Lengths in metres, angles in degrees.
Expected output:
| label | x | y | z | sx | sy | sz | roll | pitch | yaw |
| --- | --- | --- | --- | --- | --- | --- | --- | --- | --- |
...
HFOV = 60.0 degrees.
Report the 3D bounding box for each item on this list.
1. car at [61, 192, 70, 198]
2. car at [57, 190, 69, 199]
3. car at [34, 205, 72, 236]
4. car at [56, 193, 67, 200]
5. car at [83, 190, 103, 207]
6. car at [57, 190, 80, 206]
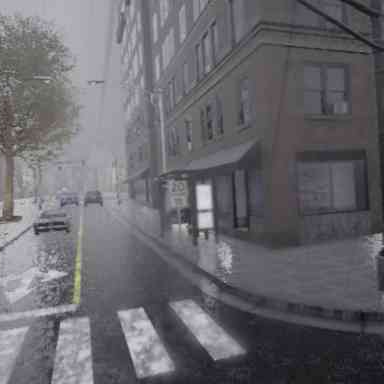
| label | x | y | z | sx | sy | sz | roll | pitch | yaw |
| --- | --- | --- | --- | --- | --- | --- | --- | --- | --- |
| car | -32.138 | 0.711 | 84.360 | 1.887 | 1.381 | 4.507 | -2 | 1 | -18 |
| car | -28.823 | 0.564 | 74.311 | 2.192 | 1.841 | 5.009 | -2 | 1 | -18 |
| car | -8.369 | 1.777 | 20.274 | 1.895 | 1.301 | 4.718 | -3 | 2 | -18 |
| car | -27.253 | 0.843 | 69.582 | 2.008 | 1.369 | 4.403 | -2 | 1 | -18 |
| car | -12.402 | 0.721 | 41.738 | 2.150 | 2.045 | 5.566 | -3 | 3 | -18 |
| car | -15.926 | 0.786 | 43.474 | 2.150 | 2.045 | 5.566 | -3 | 3 | -18 |
